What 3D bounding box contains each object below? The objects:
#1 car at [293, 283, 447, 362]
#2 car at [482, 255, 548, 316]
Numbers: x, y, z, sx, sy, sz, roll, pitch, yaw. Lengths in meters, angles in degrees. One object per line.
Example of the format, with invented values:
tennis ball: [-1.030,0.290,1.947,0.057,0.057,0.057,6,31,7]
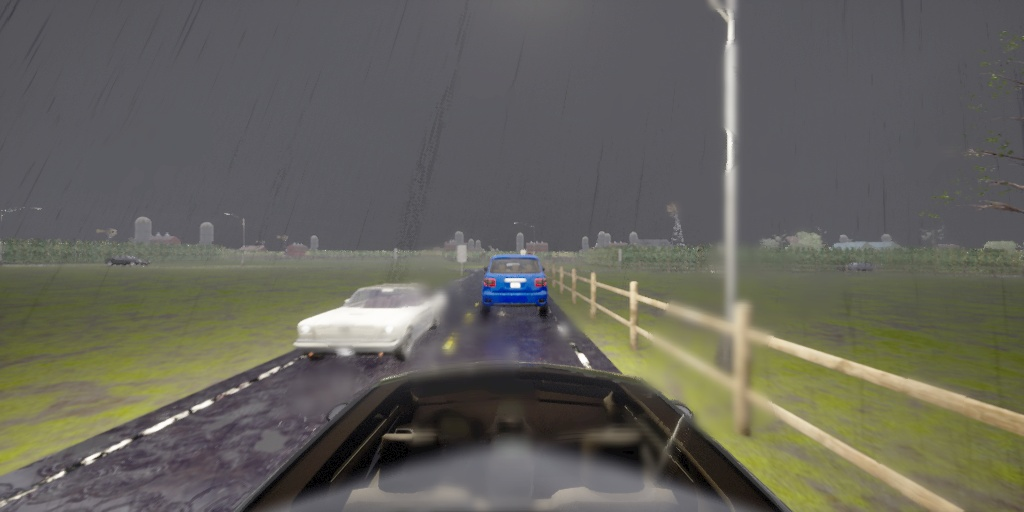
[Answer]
car: [-2.850,1.346,8.350,1.895,1.301,4.718,0,0,0]
car: [0.100,0.964,13.509,2.150,2.045,5.566,0,0,0]
